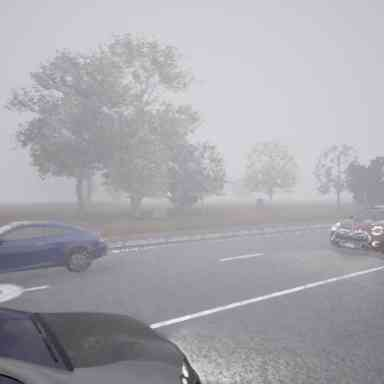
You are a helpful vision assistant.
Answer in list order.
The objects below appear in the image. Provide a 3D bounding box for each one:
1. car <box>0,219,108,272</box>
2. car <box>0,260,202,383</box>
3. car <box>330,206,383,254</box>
[{"bbox_3d":[-4.683,1.518,9.196,4.674,1.442,1.812,0,0,-35],"label":"car"},{"bbox_3d":[-1.926,1.562,2.345,4.181,1.385,1.994,0,0,-35],"label":"car"},{"bbox_3d":[7.627,1.345,13.312,4.553,1.767,2.097,0,0,-33],"label":"car"}]
